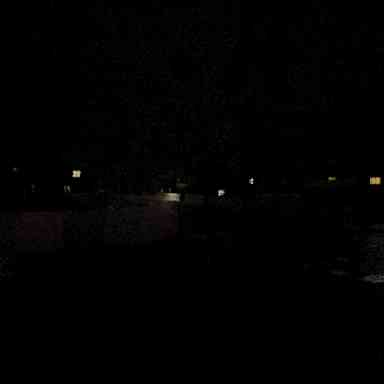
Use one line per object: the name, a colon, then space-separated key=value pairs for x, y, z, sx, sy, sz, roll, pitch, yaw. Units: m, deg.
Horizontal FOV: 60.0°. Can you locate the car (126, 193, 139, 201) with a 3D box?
car: x=-10.554 y=0.925 z=58.902 sx=1.812 sy=1.442 sz=4.674 roll=2 pitch=0 yaw=-21
